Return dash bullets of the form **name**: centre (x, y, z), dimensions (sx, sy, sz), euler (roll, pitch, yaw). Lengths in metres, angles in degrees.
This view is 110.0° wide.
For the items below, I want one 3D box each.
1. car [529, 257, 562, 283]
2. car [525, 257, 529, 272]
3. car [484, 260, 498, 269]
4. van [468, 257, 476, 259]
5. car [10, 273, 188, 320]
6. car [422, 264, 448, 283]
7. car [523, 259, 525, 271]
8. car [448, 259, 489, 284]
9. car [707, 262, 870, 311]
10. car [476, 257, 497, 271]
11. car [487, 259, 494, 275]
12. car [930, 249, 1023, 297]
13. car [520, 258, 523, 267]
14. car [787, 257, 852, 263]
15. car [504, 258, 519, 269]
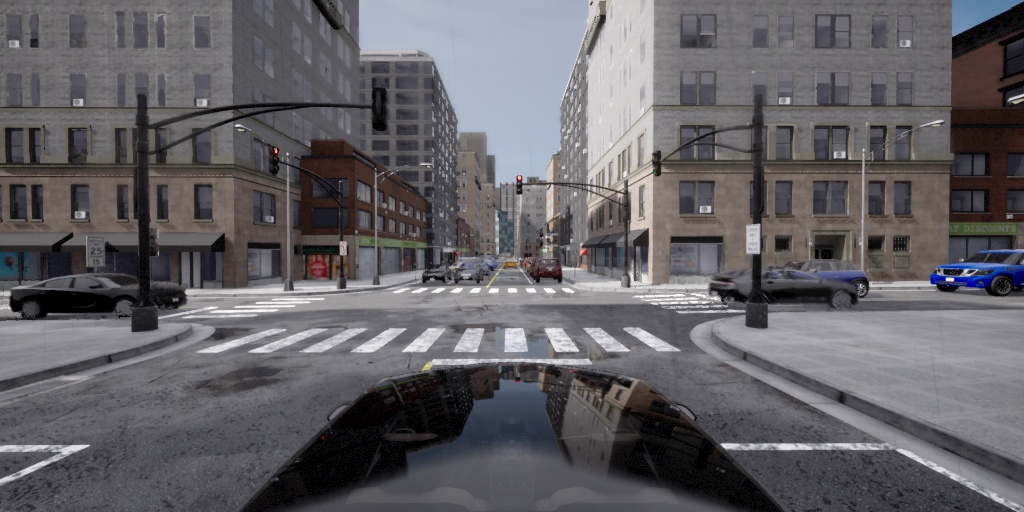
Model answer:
- **car**: centre (2.746, 1.066, 28.178), dimensions (2.192, 1.841, 5.009), euler (0, 0, 0)
- **car**: centre (2.722, 1.067, 33.764), dimensions (2.192, 1.841, 5.009), euler (0, 0, 0)
- **car**: centre (-3.297, 1.295, 57.445), dimensions (2.033, 1.411, 5.357), euler (0, 0, 0)
- **van**: centre (-5.855, 1.092, 44.897), dimensions (1.690, 1.789, 3.998), euler (0, 0, 0)
- **car**: centre (-14.884, 1.368, 13.111), dimensions (5.008, 1.535, 1.882), euler (-1, 1, -2)
- **car**: centre (-5.780, 1.318, 28.140), dimensions (1.948, 1.339, 4.313), euler (0, 0, 0)
- **car**: centre (2.674, 1.276, 45.105), dimensions (1.751, 1.417, 4.829), euler (0, 0, 0)
- **car**: centre (-3.204, 1.244, 27.311), dimensions (2.128, 1.511, 4.902), euler (0, 0, 0)
- **car**: centre (9.896, 1.149, 13.263), dimensions (4.902, 1.511, 2.128), euler (-1, 1, 0)
- **car**: centre (-3.277, 1.228, 47.064), dimensions (1.882, 1.535, 5.008), euler (0, 0, 0)
- **car**: centre (-3.245, 1.300, 37.133), dimensions (2.033, 1.411, 5.357), euler (0, 0, 0)
- **car**: centre (22.978, 0.707, 16.563), dimensions (5.566, 2.045, 2.150), euler (-1, 1, 0)
- **car**: centre (2.651, 1.064, 50.521), dimensions (2.192, 1.841, 5.009), euler (0, 0, 0)
- **car**: centre (13.402, 0.937, 16.455), dimensions (4.553, 1.767, 2.097), euler (-1, 1, -1)
- **car**: centre (-0.242, 1.225, 57.149), dimensions (1.882, 1.535, 5.008), euler (0, 0, 0)
